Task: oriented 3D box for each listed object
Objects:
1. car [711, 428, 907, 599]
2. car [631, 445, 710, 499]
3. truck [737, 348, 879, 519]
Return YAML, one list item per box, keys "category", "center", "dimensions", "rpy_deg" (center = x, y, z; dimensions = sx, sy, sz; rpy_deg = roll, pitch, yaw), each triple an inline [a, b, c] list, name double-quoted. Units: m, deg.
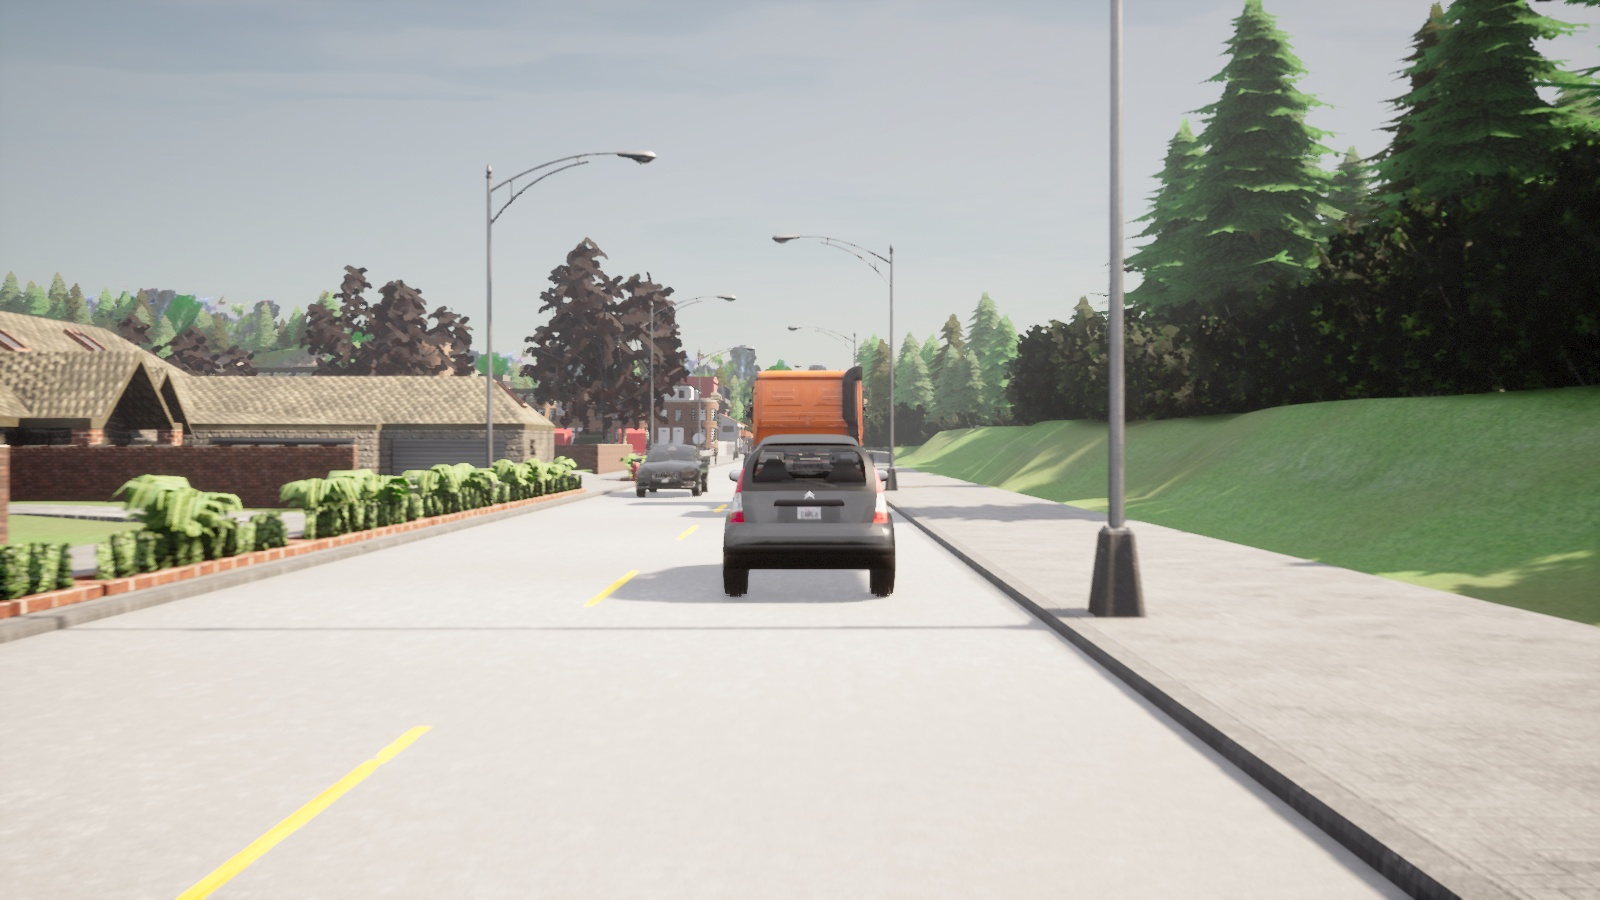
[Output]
- category: "car"
  center: [0.095, 0.590, 13.882]
  dimensions: [1.851, 1.617, 3.988]
  rpy_deg: [0, 0, 0]
- category: "car"
  center: [-3.773, 0.598, 37.360]
  dimensions: [1.837, 1.490, 4.892]
  rpy_deg: [0, 0, 0]
- category: "truck"
  center: [0.184, -0.353, 29.401]
  dimensions: [2.891, 3.462, 7.936]
  rpy_deg: [0, 0, 0]
